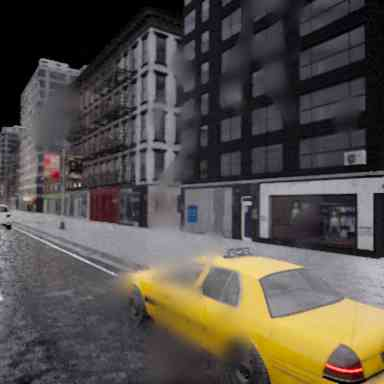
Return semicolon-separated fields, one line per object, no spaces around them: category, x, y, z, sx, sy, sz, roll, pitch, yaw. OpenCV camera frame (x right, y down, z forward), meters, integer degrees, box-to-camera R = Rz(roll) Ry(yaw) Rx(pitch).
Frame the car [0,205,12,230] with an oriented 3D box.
car;-16.691;2.092;28.158;2.150;2.045;5.566;2;-2;-34

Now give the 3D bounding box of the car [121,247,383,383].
car;0.547;1.666;5.435;1.801;1.575;5.366;2;-3;-35
